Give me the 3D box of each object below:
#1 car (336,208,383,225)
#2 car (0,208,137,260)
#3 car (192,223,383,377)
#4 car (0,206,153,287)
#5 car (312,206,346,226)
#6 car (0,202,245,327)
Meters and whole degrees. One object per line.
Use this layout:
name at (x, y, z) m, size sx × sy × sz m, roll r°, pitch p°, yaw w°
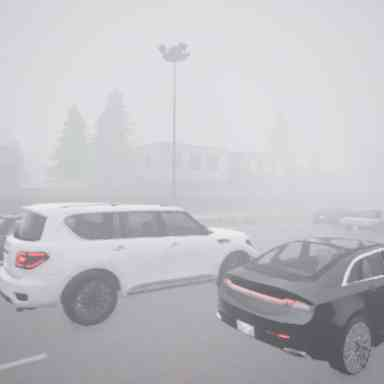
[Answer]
car at (11.137, 1.772, 20.290) m, size 4.718 × 1.301 × 1.895 m, roll 1°, pitch 0°, yaw -35°
car at (-4.881, 1.507, 13.164) m, size 5.008 × 1.535 × 1.882 m, roll 1°, pitch 0°, yaw -36°
car at (2.656, 1.536, 5.639) m, size 4.902 × 1.511 × 2.128 m, roll 1°, pitch 0°, yaw -36°
car at (-3.655, 1.374, 9.739) m, size 4.553 × 1.767 × 2.097 m, roll 1°, pitch 0°, yaw -36°
car at (10.656, 1.751, 24.246) m, size 4.181 × 1.385 × 1.994 m, roll 1°, pitch 0°, yaw -35°
car at (-1.021, 1.249, 7.319) m, size 5.566 × 2.045 × 2.150 m, roll 1°, pitch 0°, yaw -36°
